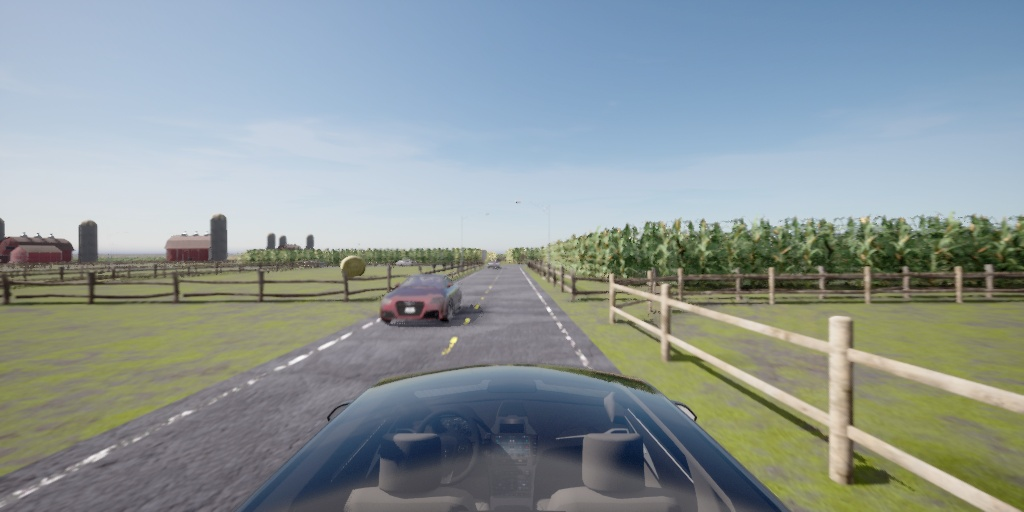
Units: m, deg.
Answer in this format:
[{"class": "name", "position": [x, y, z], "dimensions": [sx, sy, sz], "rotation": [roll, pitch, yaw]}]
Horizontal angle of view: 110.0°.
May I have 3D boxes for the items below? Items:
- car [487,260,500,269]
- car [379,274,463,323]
[{"class": "car", "position": [-2.805, 1.341, 55.085], "dimensions": [1.895, 1.301, 4.718], "rotation": [0, 0, 1]}, {"class": "car", "position": [-2.850, 1.310, 12.003], "dimensions": [1.994, 1.385, 4.181], "rotation": [0, 0, 0]}]
